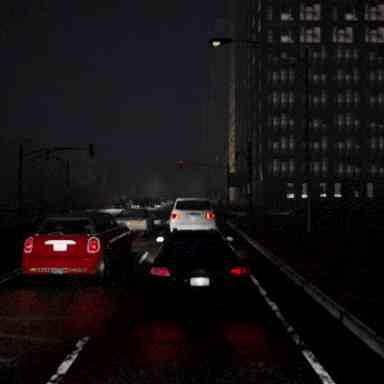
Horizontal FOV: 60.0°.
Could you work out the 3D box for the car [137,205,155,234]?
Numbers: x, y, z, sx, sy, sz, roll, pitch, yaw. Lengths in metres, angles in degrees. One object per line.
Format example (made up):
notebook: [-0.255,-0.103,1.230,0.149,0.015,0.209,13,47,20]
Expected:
car: [-3.218,1.618,19.027,1.895,1.301,4.718,0,0,-1]

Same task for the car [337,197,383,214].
car: [16.219,1.356,30.243,4.829,1.417,1.752,0,-1,-1]

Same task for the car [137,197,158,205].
car: [-6.755,1.632,50.598,1.837,1.490,4.892,0,0,0]

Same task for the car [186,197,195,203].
car: [-0.264,1.837,79.052,2.033,1.411,5.357,0,0,0]

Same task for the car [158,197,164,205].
car: [-6.758,1.786,61.780,1.895,1.301,4.718,0,0,0]

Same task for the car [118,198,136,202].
car: [-10.004,1.721,48.784,1.895,1.301,4.718,0,0,0]

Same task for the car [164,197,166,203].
car: [-6.753,1.802,75.669,2.128,1.511,4.902,0,0,0]

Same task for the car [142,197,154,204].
car: [-10.002,1.800,75.300,2.128,1.511,4.902,0,0,0]

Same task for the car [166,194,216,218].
car: [0.042,1.236,17.339,2.150,2.045,5.566,0,0,0]

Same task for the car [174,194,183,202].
car: [-3.549,1.487,89.495,2.150,2.045,5.566,0,0,0]

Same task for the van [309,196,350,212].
van: [15.810,1.416,38.263,3.998,1.788,1.690,0,-1,-1]

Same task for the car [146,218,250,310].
car: [0.088,1.566,7.925,1.994,1.385,4.181,0,0,-2]

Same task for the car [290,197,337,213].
car: [13.337,1.556,35.616,5.357,1.411,2.033,0,-2,-1]

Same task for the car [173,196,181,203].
car: [-3.514,1.775,79.042,1.882,1.535,5.008,0,0,0]

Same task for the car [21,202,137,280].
car: [-3.183,1.355,10.131,2.097,1.767,4.553,0,0,0]
